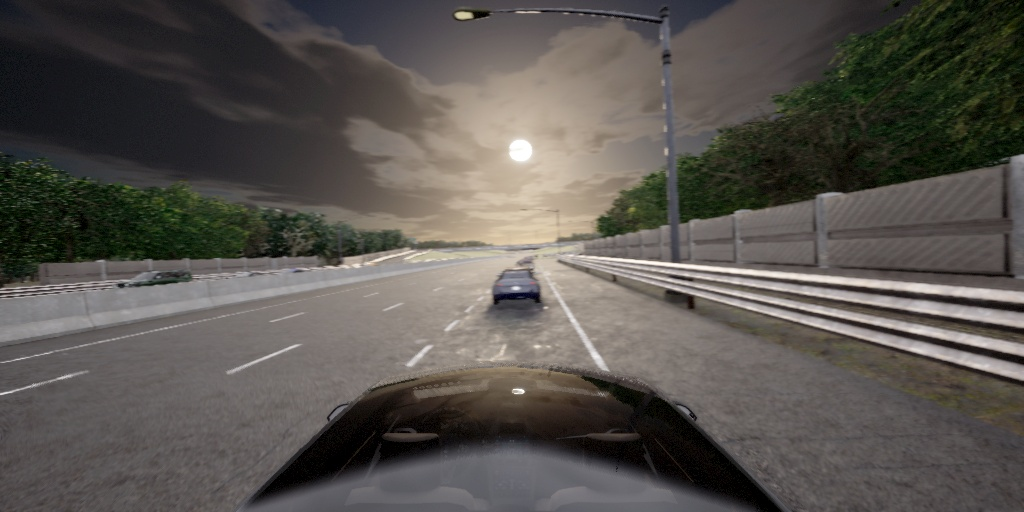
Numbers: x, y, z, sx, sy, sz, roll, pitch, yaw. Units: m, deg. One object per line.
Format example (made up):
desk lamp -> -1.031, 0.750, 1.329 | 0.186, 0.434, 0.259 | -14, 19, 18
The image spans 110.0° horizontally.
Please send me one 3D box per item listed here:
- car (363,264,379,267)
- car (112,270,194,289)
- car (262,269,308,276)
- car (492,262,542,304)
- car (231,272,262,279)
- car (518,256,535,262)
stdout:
car -> -19.026, 1.845, 48.077 | 1.882, 1.535, 5.008 | -3, 1, 4
car -> -30.517, 2.322, 30.787 | 2.150, 2.045, 5.566 | -3, 0, 4
car -> -23.121, 2.138, 37.558 | 1.882, 1.535, 5.008 | -3, 1, 4
car -> 0.261, 1.182, 15.678 | 1.994, 1.385, 4.181 | -3, 0, 3
car -> -26.689, 2.381, 36.235 | 1.812, 1.442, 4.674 | -3, 1, 4
car -> 1.355, 0.997, 35.865 | 1.895, 1.301, 4.718 | -3, 0, 3
